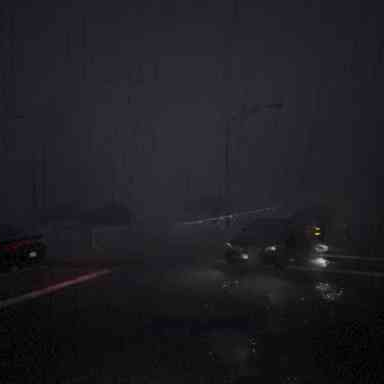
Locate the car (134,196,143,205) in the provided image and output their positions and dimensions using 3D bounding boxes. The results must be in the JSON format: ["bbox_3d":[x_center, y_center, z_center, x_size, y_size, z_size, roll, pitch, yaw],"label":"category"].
[{"bbox_3d":[-12.396,1.832,71.514,3.866,1.878,1.905,-1,-1,25],"label":"car"}]

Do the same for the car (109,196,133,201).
[{"bbox_3d":[-12.495,1.889,54.219,4.514,1.523,2.007,-1,-1,25],"label":"car"}]

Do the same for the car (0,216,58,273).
[{"bbox_3d":[-6.868,1.617,9.934,5.008,1.535,1.882,0,0,13],"label":"car"}]

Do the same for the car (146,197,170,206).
[{"bbox_3d":[-6.630,1.762,65.233,4.605,1.855,1.932,-1,-1,25],"label":"car"}]

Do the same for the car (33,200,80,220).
[{"bbox_3d":[-11.767,1.737,29.669,3.806,1.475,1.970,-1,-1,25],"label":"car"}]

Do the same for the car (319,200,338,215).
[{"bbox_3d":[16.212,1.789,39.438,1.837,1.490,4.892,-1,-1,25],"label":"car"}]

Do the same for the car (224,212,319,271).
[{"bbox_3d":[2.838,1.619,11.630,1.812,1.442,4.674,-1,-1,33],"label":"car"}]

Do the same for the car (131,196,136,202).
[{"bbox_3d":[-14.343,2.100,68.749,3.806,1.475,1.970,-1,-1,25],"label":"car"}]

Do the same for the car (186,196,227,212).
[{"bbox_3d":[1.633,1.485,40.671,4.605,1.855,1.932,-1,-1,25],"label":"car"}]

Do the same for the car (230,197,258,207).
[{"bbox_3d":[7.838,1.646,55.098,5.027,1.636,2.152,-1,-1,25],"label":"car"}]

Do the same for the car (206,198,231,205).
[{"bbox_3d":[5.370,1.920,67.338,4.514,1.523,2.007,-1,-1,25],"label":"car"}]

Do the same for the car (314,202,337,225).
[{"bbox_3d":[8.622,1.659,22.997,2.128,1.511,4.902,-1,-1,25],"label":"car"}]

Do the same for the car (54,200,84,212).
[{"bbox_3d":[-16.721,1.846,45.164,3.633,1.501,1.845,-1,-1,25],"label":"car"}]

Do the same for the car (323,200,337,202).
[{"bbox_3d":[11.084,1.710,28.328,1.837,1.490,4.892,-1,-1,25],"label":"car"}]

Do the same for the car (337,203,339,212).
[{"bbox_3d":[13.757,1.811,34.113,1.994,1.385,4.181,-1,-1,25],"label":"car"}]

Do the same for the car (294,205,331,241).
[{"bbox_3d":[6.119,1.634,17.588,1.837,1.490,4.892,-1,-1,25],"label":"car"}]

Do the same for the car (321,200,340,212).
[{"bbox_3d":[18.679,1.814,44.781,2.128,1.511,4.902,-1,-1,25],"label":"car"}]

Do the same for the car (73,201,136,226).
[{"bbox_3d":[-6.278,1.643,23.854,3.633,1.501,1.845,-1,-1,25],"label":"car"}]
